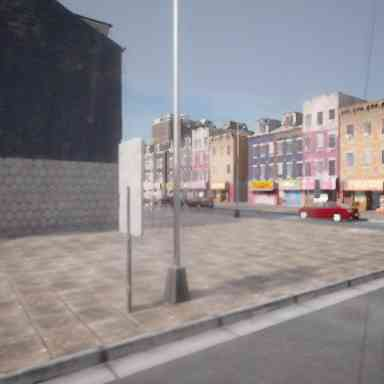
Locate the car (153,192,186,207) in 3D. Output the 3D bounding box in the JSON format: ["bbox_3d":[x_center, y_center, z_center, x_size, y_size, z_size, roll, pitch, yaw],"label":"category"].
[{"bbox_3d":[-2.455,0.971,42.604,2.192,1.841,5.009,1,0,-35],"label":"car"}]

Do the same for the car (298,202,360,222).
[{"bbox_3d":[10.114,1.409,24.858,1.887,1.381,4.507,1,0,-35],"label":"car"}]

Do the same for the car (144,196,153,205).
[{"bbox_3d":[-5.601,1.190,47.041,1.802,1.307,4.206,1,0,-35],"label":"car"}]

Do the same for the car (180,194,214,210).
[{"bbox_3d":[0.686,1.251,38.168,1.887,1.381,4.507,1,0,-35],"label":"car"}]

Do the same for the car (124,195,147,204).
[{"bbox_3d":[-8.744,1.143,51.478,1.802,1.307,4.206,0,0,-35],"label":"car"}]
